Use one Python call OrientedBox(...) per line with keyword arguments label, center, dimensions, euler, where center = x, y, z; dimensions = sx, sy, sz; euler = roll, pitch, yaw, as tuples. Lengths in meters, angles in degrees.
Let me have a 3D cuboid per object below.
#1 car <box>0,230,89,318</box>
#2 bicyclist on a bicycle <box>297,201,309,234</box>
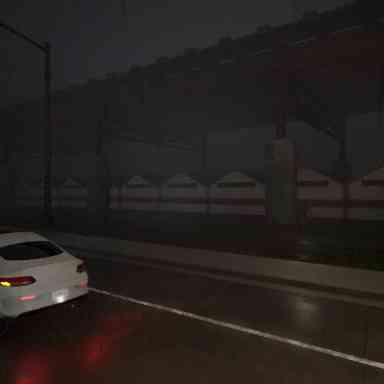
OrientedBox(label="car", center=(-4.068, 1.525, 6.871), dimensions=(4.674, 1.442, 1.812), euler=(0, 0, 35))
OrientedBox(label="bicyclist on a bicycle", center=(5.705, 1.289, 17.121), dimensions=(0.582, 1.620, 1.656), euler=(0, 2, 5))
